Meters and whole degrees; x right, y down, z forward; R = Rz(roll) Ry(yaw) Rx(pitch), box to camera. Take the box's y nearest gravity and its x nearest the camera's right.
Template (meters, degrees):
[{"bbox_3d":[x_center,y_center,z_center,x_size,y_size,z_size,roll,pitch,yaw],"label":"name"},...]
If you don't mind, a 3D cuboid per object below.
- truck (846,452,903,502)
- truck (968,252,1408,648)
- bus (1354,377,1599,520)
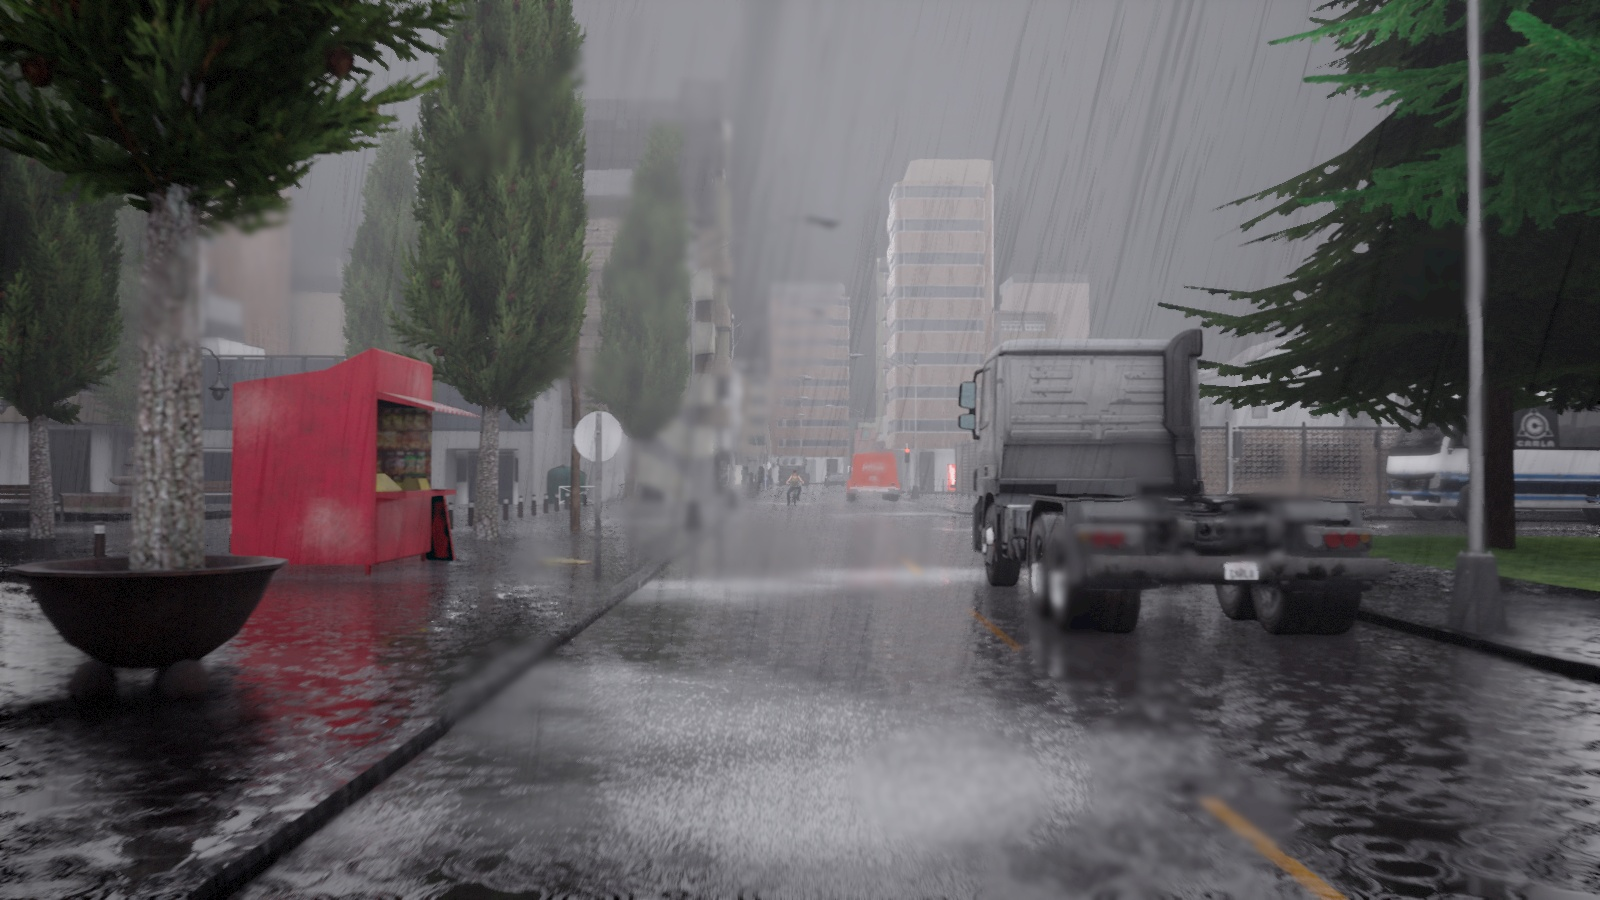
[{"bbox_3d":[3.758,1.396,64.654,2.627,2.467,5.204,0,-1,0],"label":"truck"},{"bbox_3d":[3.925,0.068,14.983,2.891,3.462,7.936,0,-1,1],"label":"truck"},{"bbox_3d":[23.394,0.005,39.402,10.273,4.253,3.944,0,-1,-1],"label":"bus"}]
